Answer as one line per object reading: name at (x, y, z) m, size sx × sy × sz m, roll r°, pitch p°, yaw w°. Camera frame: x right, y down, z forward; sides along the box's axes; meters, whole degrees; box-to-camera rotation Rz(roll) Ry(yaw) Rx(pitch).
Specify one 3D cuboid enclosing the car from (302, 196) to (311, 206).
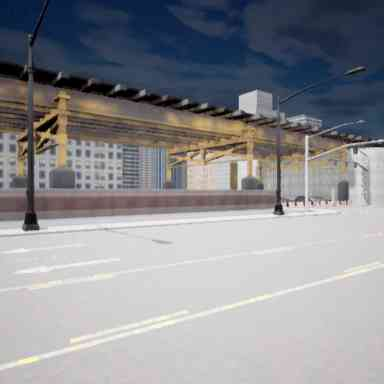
car at (16.410, 1.419, 50.188) m, size 2.038 × 1.542 × 4.974 m, roll 0°, pitch 0°, yaw 18°

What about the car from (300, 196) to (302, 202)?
car at (12.665, 1.419, 47.504) m, size 4.974 × 1.542 × 2.038 m, roll 0°, pitch 0°, yaw 8°

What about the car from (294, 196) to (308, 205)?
car at (16.425, 1.262, 50.238) m, size 1.853 × 1.218 × 4.536 m, roll 0°, pitch 0°, yaw 18°

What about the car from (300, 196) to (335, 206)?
car at (20.320, 1.420, 53.948) m, size 4.974 × 1.542 × 2.038 m, roll 0°, pitch 0°, yaw -7°

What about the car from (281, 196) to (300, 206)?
car at (12.613, 1.261, 47.510) m, size 4.536 × 1.218 × 1.853 m, roll 0°, pitch 0°, yaw 8°

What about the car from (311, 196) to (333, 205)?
car at (20.269, 1.262, 53.941) m, size 4.536 × 1.218 × 1.853 m, roll 0°, pitch 0°, yaw -7°
